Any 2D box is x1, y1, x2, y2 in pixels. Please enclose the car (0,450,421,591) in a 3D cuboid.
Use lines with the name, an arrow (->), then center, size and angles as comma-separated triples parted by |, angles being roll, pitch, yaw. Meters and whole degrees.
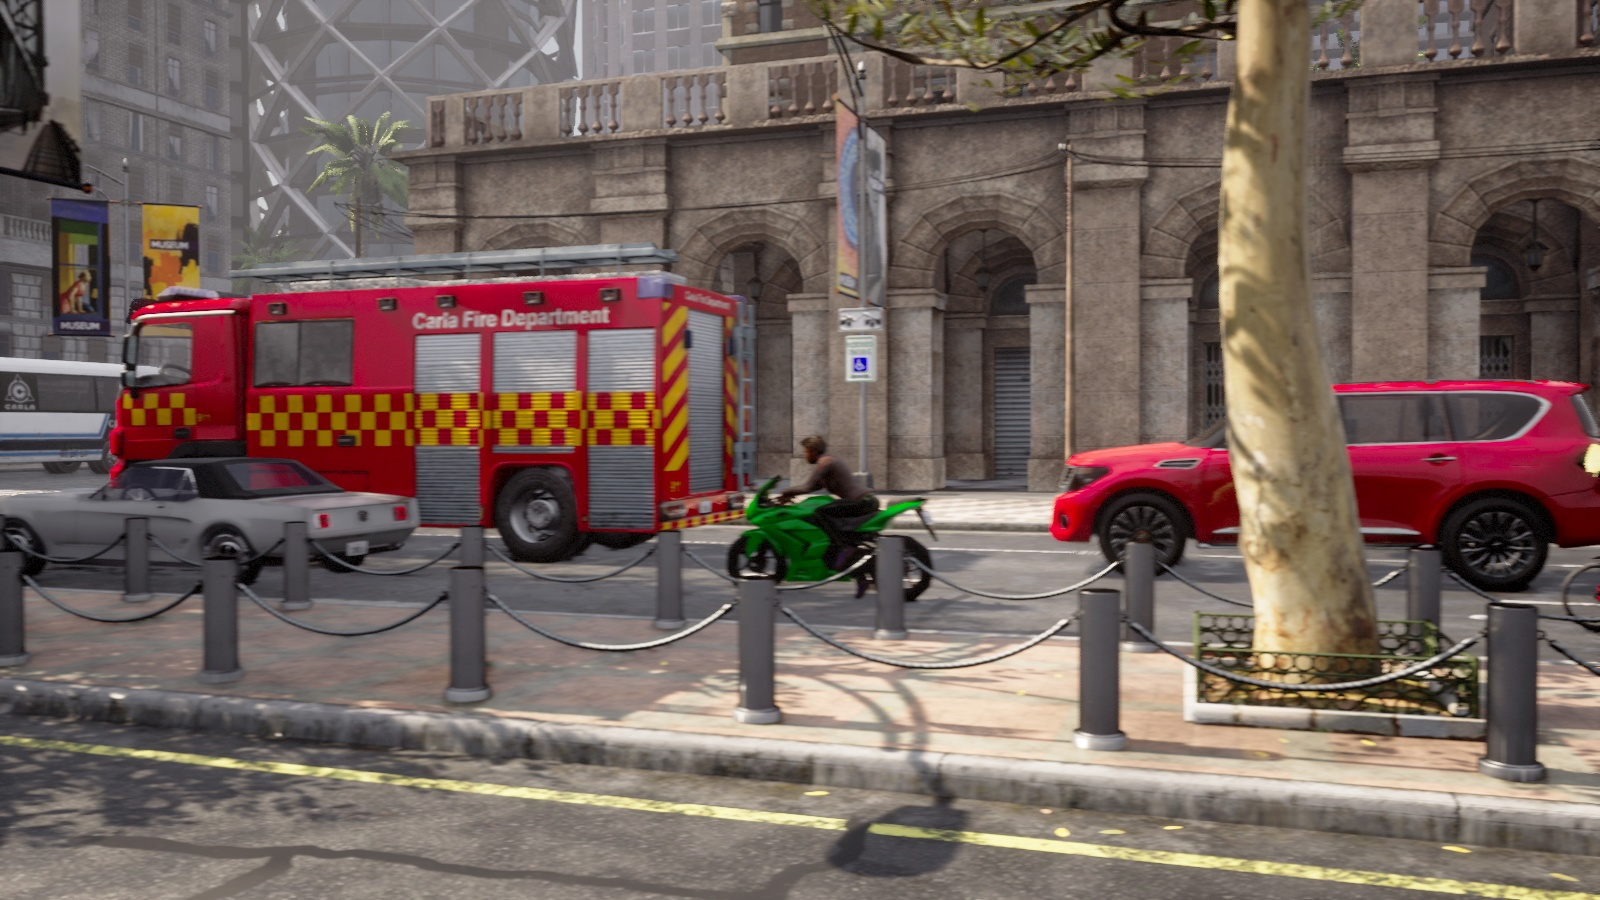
car -> -6.751, 0.680, 13.830 | 4.718, 1.301, 1.895 | 1, 1, 20

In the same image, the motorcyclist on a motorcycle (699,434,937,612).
motorcyclist on a motorcycle -> 0.171, 0.624, 11.575 | 2.044, 1.523, 0.797 | 1, 1, 19

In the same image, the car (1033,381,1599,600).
car -> 5.462, 0.349, 13.485 | 5.566, 2.045, 2.150 | 0, 1, 18

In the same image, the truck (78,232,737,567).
truck -> -5.333, -0.632, 17.102 | 8.468, 3.827, 2.891 | 1, 1, 19

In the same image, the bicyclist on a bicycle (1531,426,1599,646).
bicyclist on a bicycle -> 6.483, 0.636, 9.456 | 1.509, 1.612, 0.866 | 1, 1, 18

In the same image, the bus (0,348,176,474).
bus -> -28.117, -1.382, 45.324 | 3.944, 4.253, 10.273 | 1, 1, 18
